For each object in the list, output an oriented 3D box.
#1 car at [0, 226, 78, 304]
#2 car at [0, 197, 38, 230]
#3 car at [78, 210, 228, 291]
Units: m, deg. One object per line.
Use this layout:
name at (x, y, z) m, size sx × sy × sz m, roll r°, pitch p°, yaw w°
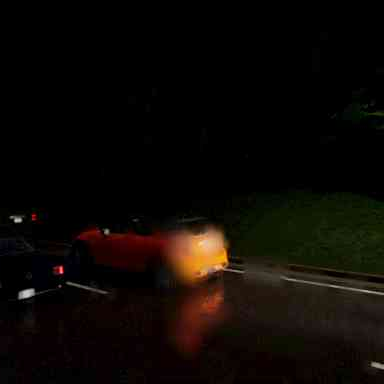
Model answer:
car at (-4.879, 1.600, 7.475) m, size 4.718 × 1.301 × 1.895 m, roll 0°, pitch 0°, yaw 35°
car at (-9.101, 1.221, 14.788) m, size 5.566 × 2.045 × 2.150 m, roll 0°, pitch 0°, yaw 36°
car at (-1.354, 1.352, 9.263) m, size 4.553 × 1.767 × 2.097 m, roll 0°, pitch 0°, yaw 36°
